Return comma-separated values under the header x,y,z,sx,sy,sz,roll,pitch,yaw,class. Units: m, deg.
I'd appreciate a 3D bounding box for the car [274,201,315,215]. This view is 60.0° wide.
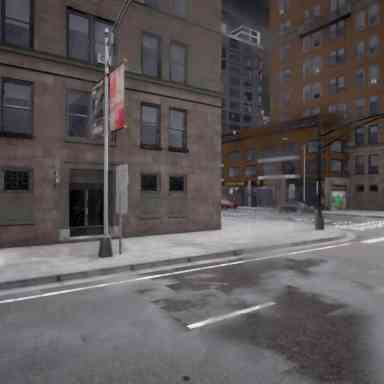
x,y,z,sx,sy,sz,roll,pitch,yaw,class
10.520,1.580,34.251,1.947,1.339,4.313,0,0,-35,car

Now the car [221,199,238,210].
x,y,z,sx,sy,sz,roll,pitch,yaw,class
4.164,1.594,43.257,1.802,1.307,4.206,0,0,-35,car
